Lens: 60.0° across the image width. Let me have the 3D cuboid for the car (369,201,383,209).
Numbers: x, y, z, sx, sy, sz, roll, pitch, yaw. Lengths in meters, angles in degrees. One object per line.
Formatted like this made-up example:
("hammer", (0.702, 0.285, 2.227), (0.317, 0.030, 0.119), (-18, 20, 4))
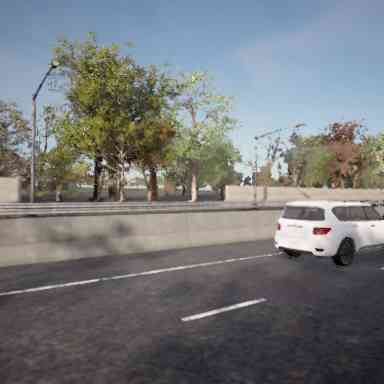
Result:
("car", (32.524, 2.219, 57.159), (4.718, 1.301, 1.895), (1, 0, -35))

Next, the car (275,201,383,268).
("car", (5.432, 1.333, 11.995), (5.566, 2.045, 2.150), (0, 0, -35))
